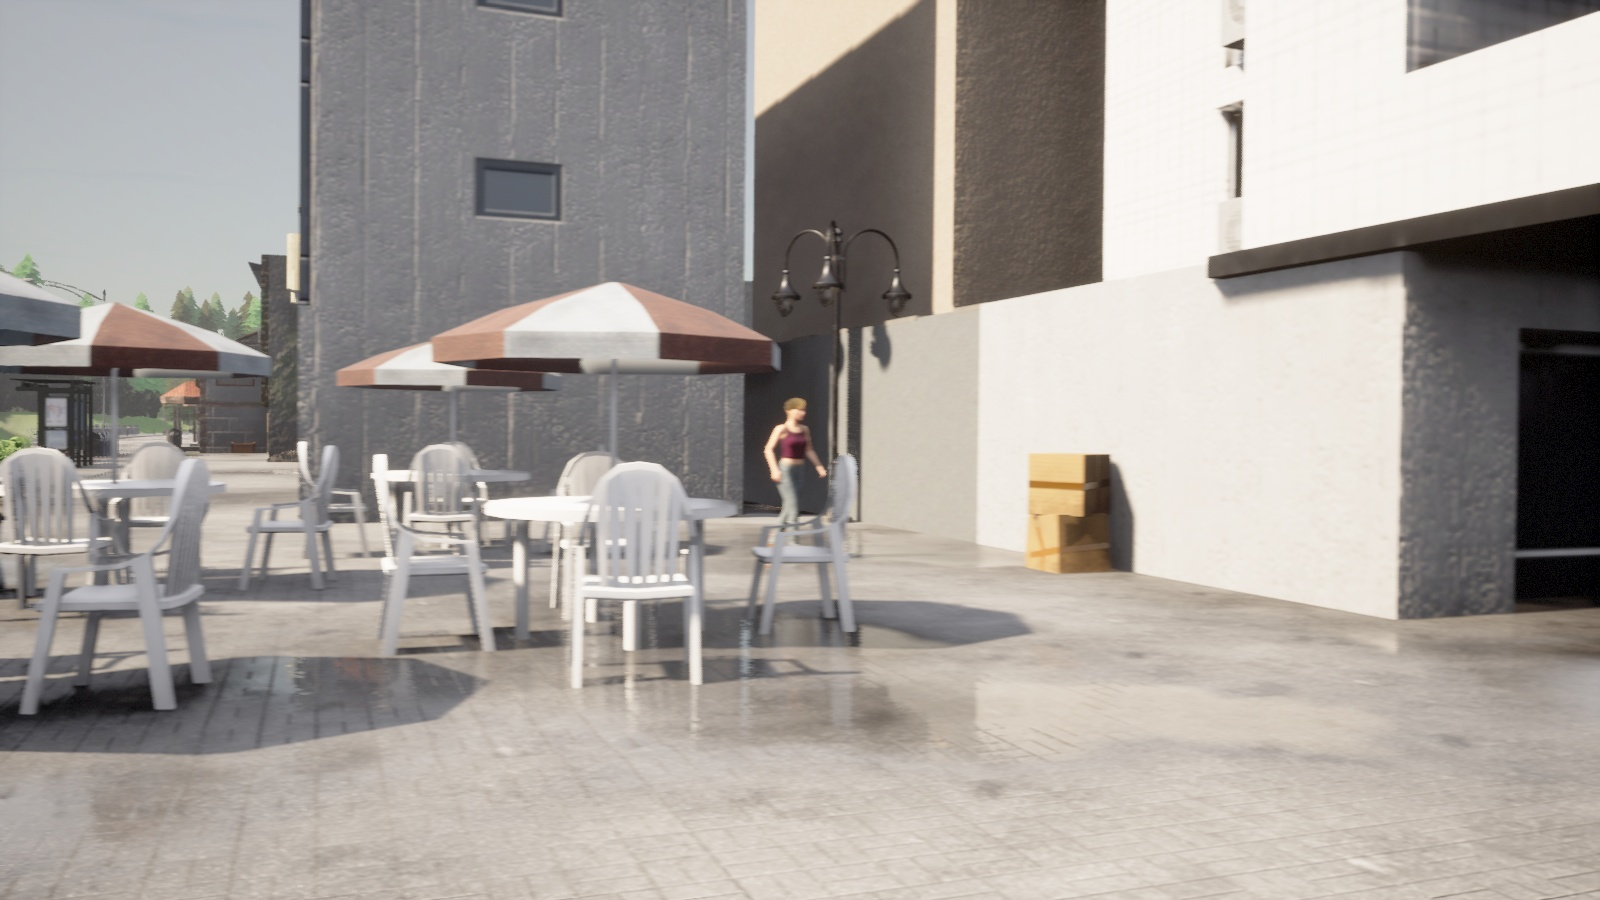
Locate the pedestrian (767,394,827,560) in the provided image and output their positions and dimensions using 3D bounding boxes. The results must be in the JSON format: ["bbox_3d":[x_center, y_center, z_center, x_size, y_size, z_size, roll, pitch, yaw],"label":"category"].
[{"bbox_3d":[-0.039,0.297,14.187,0.345,1.836,0.594,-1,1,-43],"label":"pedestrian"}]
